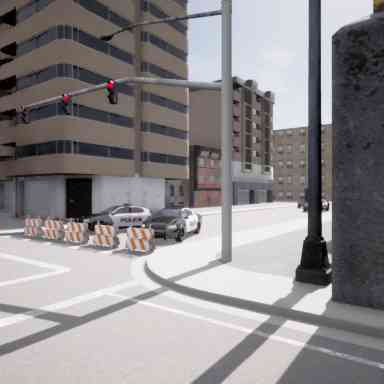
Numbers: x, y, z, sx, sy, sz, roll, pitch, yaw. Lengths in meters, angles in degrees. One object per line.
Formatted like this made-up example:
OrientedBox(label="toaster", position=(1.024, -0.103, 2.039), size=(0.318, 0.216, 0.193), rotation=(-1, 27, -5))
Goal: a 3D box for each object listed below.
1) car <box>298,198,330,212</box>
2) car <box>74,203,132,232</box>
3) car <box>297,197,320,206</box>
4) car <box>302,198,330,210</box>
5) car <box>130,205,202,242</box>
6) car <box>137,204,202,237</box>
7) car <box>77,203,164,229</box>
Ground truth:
OrientedBox(label="car", position=(14.326, 1.453, 38.329), size=(2.038, 1.542, 4.974), rotation=(0, 0, 36))
OrientedBox(label="car", position=(-4.142, 1.453, 19.238), size=(4.974, 1.542, 2.038), rotation=(0, 0, -29))
OrientedBox(label="car", position=(16.564, 1.295, 47.289), size=(1.853, 1.218, 4.536), rotation=(0, 0, 36))
OrientedBox(label="car", position=(14.356, 1.295, 38.371), size=(1.853, 1.218, 4.536), rotation=(0, 0, 36))
OrientedBox(label="car", position=(-0.949, 1.453, 16.553), size=(2.038, 1.542, 4.974), rotation=(0, 0, 16))
OrientedBox(label="car", position=(-0.936, 1.295, 16.603), size=(1.853, 1.218, 4.536), rotation=(0, 0, 16))
OrientedBox(label="car", position=(-4.097, 1.295, 19.264), size=(4.536, 1.218, 1.853), rotation=(0, 0, -29))
